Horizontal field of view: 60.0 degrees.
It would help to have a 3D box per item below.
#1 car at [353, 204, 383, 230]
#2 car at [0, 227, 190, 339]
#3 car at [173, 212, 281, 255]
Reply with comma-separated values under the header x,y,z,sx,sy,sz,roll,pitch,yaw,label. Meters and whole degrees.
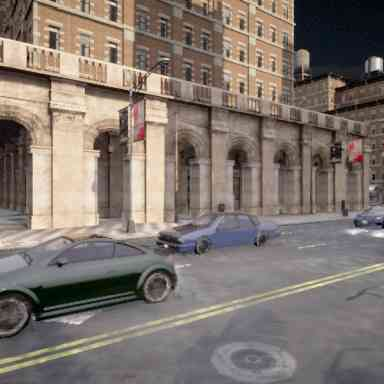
x,y,z,sx,sy,sz,roll,pitch,yaw,label
12.183,1.525,21.105,4.674,1.442,1.812,0,0,-35,car
-2.368,1.564,6.606,4.181,1.385,1.994,0,0,-35,car
1.245,1.547,13.444,5.357,1.411,2.033,0,0,-35,car
